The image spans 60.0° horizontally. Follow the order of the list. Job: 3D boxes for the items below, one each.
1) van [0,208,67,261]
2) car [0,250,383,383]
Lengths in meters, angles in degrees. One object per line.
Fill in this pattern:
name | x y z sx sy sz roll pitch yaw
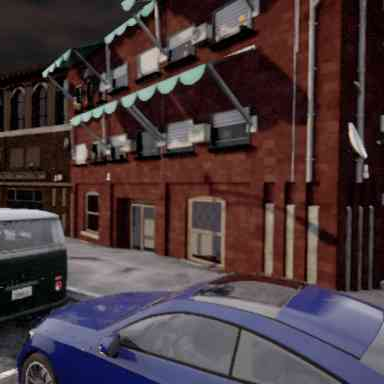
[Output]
van | -4.343 1.266 6.251 4.442 1.987 1.878 0 0 35
car | 0.322 1.517 3.023 4.674 1.452 2.002 0 0 35
